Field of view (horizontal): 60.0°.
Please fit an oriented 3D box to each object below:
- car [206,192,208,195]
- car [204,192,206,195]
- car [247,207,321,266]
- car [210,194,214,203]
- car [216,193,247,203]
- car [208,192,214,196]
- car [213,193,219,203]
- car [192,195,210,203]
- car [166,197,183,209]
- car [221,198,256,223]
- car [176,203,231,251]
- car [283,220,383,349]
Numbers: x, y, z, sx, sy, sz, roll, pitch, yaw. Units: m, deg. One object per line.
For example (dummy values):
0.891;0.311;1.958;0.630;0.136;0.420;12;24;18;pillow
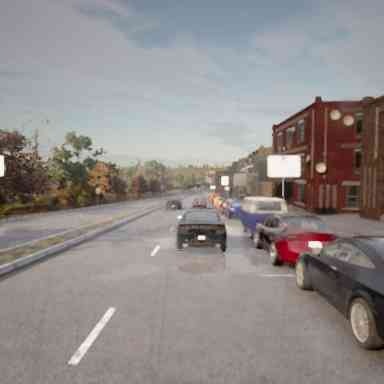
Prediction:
4.743;1.256;72.386;2.185;1.767;4.553;0;0;1;car
5.092;1.359;88.857;2.231;1.521;4.892;0;0;1;car
3.449;1.502;11.559;2.163;1.488;4.792;0;0;1;car
4.273;1.415;50.317;2.097;1.535;5.008;0;0;1;car
3.919;1.314;33.718;2.185;1.767;4.553;0;0;1;car
4.389;1.155;55.748;2.435;2.045;5.566;0;0;1;car
4.037;1.305;39.243;2.185;1.767;4.553;0;0;1;car
0.997;1.484;43.747;2.033;1.411;5.357;0;0;1;car
-2.267;1.434;43.197;1.837;1.490;4.892;0;0;1;car
3.800;1.488;28.098;2.002;1.452;4.674;0;0;1;car
0.389;1.458;14.181;1.882;1.535;5.008;0;0;1;car
3.349;1.521;6.064;2.002;1.452;4.674;2;0;1;car
